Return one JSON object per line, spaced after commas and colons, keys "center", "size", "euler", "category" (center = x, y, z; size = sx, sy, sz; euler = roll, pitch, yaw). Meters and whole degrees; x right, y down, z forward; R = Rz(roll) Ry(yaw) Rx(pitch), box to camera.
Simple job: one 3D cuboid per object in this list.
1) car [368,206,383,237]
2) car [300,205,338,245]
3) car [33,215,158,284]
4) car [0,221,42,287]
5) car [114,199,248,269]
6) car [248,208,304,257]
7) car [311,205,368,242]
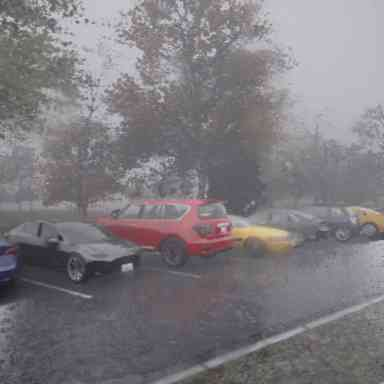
{"center": [8.390, 1.545, 18.522], "size": [5.008, 1.535, 2.097], "euler": [-1, -1, 34], "category": "car"}
{"center": [3.604, 1.532, 15.014], "size": [4.892, 1.521, 2.231], "euler": [-1, -1, 34], "category": "car"}
{"center": [-3.607, 1.540, 9.793], "size": [4.792, 1.488, 2.163], "euler": [-1, -1, 34], "category": "car"}
{"center": [-6.080, 1.534, 8.089], "size": [4.792, 1.488, 2.163], "euler": [-1, -1, 34], "category": "car"}
{"center": [-1.242, 1.267, 11.556], "size": [5.566, 2.045, 2.435], "euler": [-1, -1, 34], "category": "car"}
{"center": [1.353, 1.519, 13.176], "size": [5.366, 1.575, 1.946], "euler": [-1, -1, 34], "category": "car"}
{"center": [6.022, 1.412, 16.753], "size": [4.553, 1.767, 2.185], "euler": [-1, -1, 34], "category": "car"}
